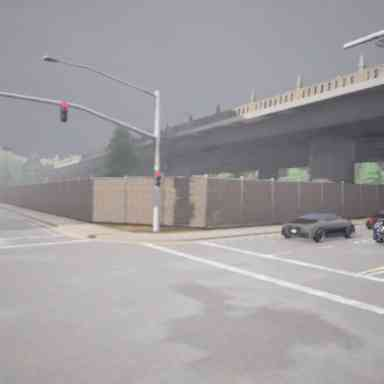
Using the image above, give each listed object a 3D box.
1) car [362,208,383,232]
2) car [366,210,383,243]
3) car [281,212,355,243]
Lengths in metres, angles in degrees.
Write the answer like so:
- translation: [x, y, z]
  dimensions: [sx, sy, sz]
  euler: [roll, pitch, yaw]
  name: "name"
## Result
- translation: [13.403, 1.801, 22.101]
  dimensions: [4.181, 1.385, 1.994]
  euler: [1, 0, -35]
  name: "car"
- translation: [10.594, 1.538, 15.805]
  dimensions: [4.553, 1.767, 2.097]
  euler: [1, 0, -35]
  name: "car"
- translation: [6.575, 1.726, 17.237]
  dimensions: [4.181, 1.385, 1.994]
  euler: [1, 0, -34]
  name: "car"
